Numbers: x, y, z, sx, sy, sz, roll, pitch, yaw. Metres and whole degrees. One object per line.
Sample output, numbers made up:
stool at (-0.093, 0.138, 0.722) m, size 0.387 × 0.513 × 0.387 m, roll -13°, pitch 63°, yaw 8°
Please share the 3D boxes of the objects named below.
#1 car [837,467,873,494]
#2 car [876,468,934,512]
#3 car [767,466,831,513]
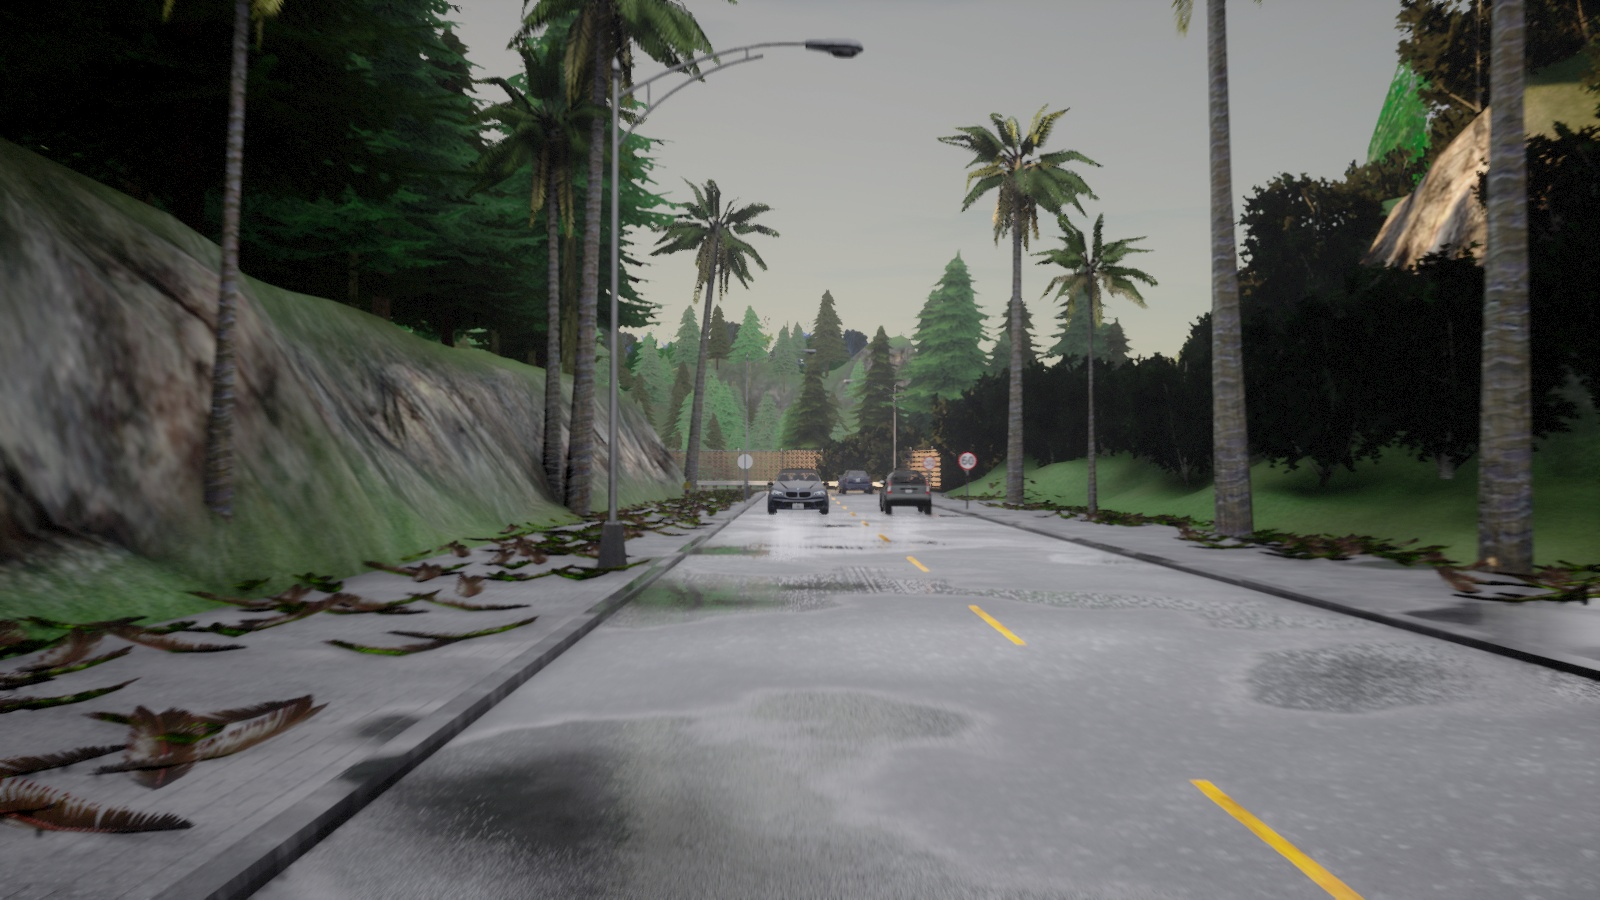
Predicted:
car at (3.777, 2.106, 86.894) m, size 2.097 × 1.767 × 4.553 m, roll 0°, pitch -1°, yaw -3°
car at (3.946, 1.491, 47.707) m, size 1.851 × 1.617 × 3.988 m, roll 0°, pitch -1°, yaw 0°
car at (-0.052, 1.432, 46.361) m, size 2.242 × 1.667 × 4.611 m, roll 0°, pitch -1°, yaw 0°
